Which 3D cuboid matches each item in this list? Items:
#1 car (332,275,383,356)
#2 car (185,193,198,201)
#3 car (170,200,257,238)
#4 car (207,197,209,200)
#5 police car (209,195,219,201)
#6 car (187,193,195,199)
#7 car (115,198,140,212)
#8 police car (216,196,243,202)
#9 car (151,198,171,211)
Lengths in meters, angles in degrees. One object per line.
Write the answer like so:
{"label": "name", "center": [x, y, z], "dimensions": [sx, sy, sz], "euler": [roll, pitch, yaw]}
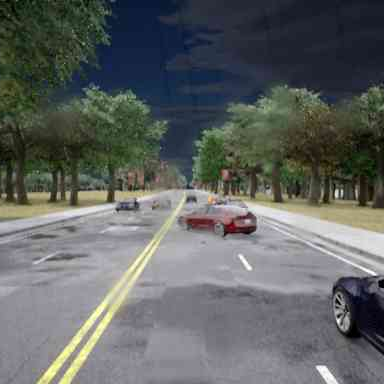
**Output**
{"label": "car", "center": [3.262, 1.486, 3.557], "dimensions": [2.163, 1.488, 4.792], "euler": [0, 0, 0]}
{"label": "car", "center": [-0.080, 1.082, 59.012], "dimensions": [1.837, 1.490, 4.892], "euler": [0, 1, 0]}
{"label": "car", "center": [1.211, 1.408, 17.393], "dimensions": [2.163, 1.488, 4.792], "euler": [0, 0, -36]}
{"label": "car", "center": [3.222, 1.157, 47.569], "dimensions": [1.882, 1.535, 5.008], "euler": [0, 0, 0]}
{"label": "police car", "center": [3.268, 1.273, 36.560], "dimensions": [2.038, 1.542, 4.974], "euler": [0, 0, 0]}
{"label": "car", "center": [-0.299, 0.867, 79.991], "dimensions": [1.895, 1.301, 4.718], "euler": [0, 1, -1]}
{"label": "car", "center": [-6.576, 1.350, 34.445], "dimensions": [1.994, 1.385, 4.181], "euler": [0, 0, 0]}
{"label": "police car", "center": [3.290, 1.355, 25.549], "dimensions": [2.038, 1.542, 4.974], "euler": [0, 0, 0]}
{"label": "car", "center": [-3.332, 1.329, 37.064], "dimensions": [1.994, 1.385, 4.181], "euler": [0, 0, 0]}
